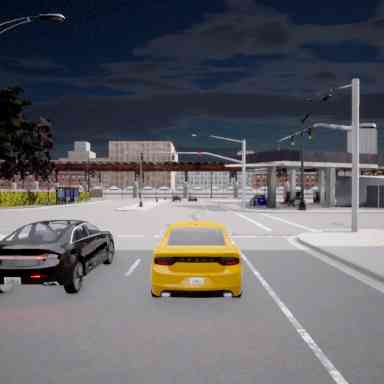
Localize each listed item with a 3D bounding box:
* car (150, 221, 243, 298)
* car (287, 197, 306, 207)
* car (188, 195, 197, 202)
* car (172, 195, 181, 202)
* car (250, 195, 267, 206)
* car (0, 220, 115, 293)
[{"bbox_3d":[0.100,1.468,8.553,1.882,1.535,5.008,0,0,0],"label":"car"},{"bbox_3d":[15.562,1.425,49.576,1.970,1.475,3.806,0,0,0],"label":"car"},{"bbox_3d":[0.157,1.446,73.522,1.994,1.385,4.181,0,0,0],"label":"car"},{"bbox_3d":[-3.342,1.386,73.529,1.837,1.490,4.892,0,0,0],"label":"car"},{"bbox_3d":[9.816,1.253,48.826,2.242,1.667,4.611,0,0,0],"label":"car"},{"bbox_3d":[-3.399,1.474,8.770,2.128,1.511,4.902,0,0,0],"label":"car"}]
